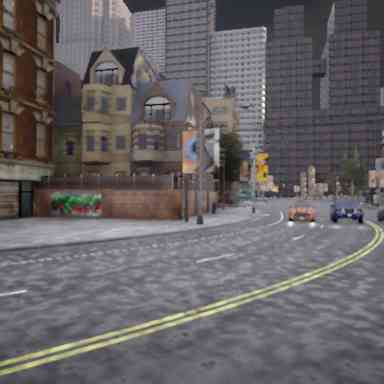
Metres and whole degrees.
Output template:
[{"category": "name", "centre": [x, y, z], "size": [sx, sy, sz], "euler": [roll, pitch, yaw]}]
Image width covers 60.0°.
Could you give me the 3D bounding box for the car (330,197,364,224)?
[{"category": "car", "centre": [13.071, 1.476, 28.322], "size": [2.150, 2.045, 5.566], "euler": [0, -1, 19]}]

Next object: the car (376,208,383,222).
[{"category": "car", "centre": [16.198, 1.829, 26.648], "size": [2.033, 1.411, 5.357], "euler": [0, 0, 19]}]

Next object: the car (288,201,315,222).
[{"category": "car", "centre": [9.736, 1.602, 29.412], "size": [2.097, 1.767, 4.553], "euler": [0, 0, 19]}]

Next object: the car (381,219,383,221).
[{"category": "car", "centre": [8.944, 1.746, 13.108], "size": [1.895, 1.301, 4.718], "euler": [0, 0, 37]}]
